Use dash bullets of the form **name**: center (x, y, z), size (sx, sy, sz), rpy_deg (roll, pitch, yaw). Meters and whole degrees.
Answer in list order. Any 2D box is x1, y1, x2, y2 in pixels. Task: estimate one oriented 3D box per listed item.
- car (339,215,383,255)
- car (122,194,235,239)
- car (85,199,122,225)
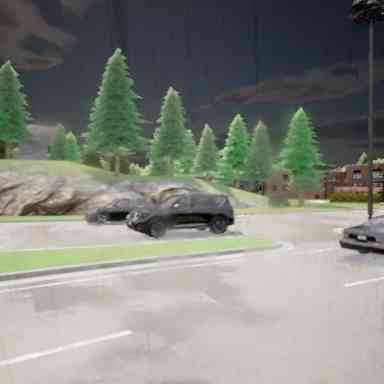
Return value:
- **car**: center (7.634, 1.497, 11.767), size (5.357, 1.411, 2.033), rpy_deg (0, 0, -28)
- **car**: center (-0.445, 1.132, 17.063), size (5.566, 2.045, 2.150), rpy_deg (0, 0, -25)
- **car**: center (-4.902, 1.228, 22.735), size (4.553, 1.767, 2.097), rpy_deg (0, 0, -25)
